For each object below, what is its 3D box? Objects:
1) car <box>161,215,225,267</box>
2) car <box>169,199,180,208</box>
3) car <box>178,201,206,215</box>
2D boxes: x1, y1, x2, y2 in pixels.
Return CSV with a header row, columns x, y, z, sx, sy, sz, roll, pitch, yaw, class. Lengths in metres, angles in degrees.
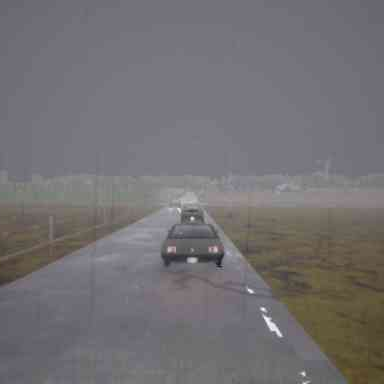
x,y,z,sx,sy,sz,roll,pitch,yaw,class
0.037,1.706,11.827,1.895,1.301,4.718,0,0,1,car
-2.793,1.902,56.464,1.812,1.442,4.674,0,0,1,car
0.046,1.739,27.462,1.837,1.490,4.892,0,0,1,car
